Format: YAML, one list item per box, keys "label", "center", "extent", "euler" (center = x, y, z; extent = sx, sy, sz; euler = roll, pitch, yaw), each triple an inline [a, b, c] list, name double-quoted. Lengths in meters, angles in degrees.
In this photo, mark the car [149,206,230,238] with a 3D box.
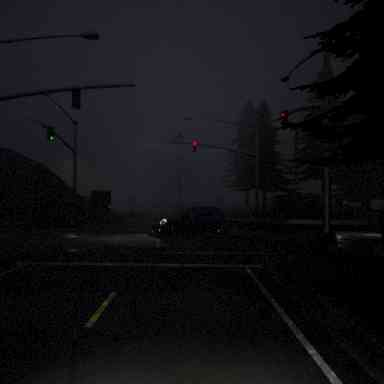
- label: "car"
  center: [-0.152, 1.626, 19.410]
  extent: [4.553, 1.767, 2.097]
  euler: [0, 0, -23]
